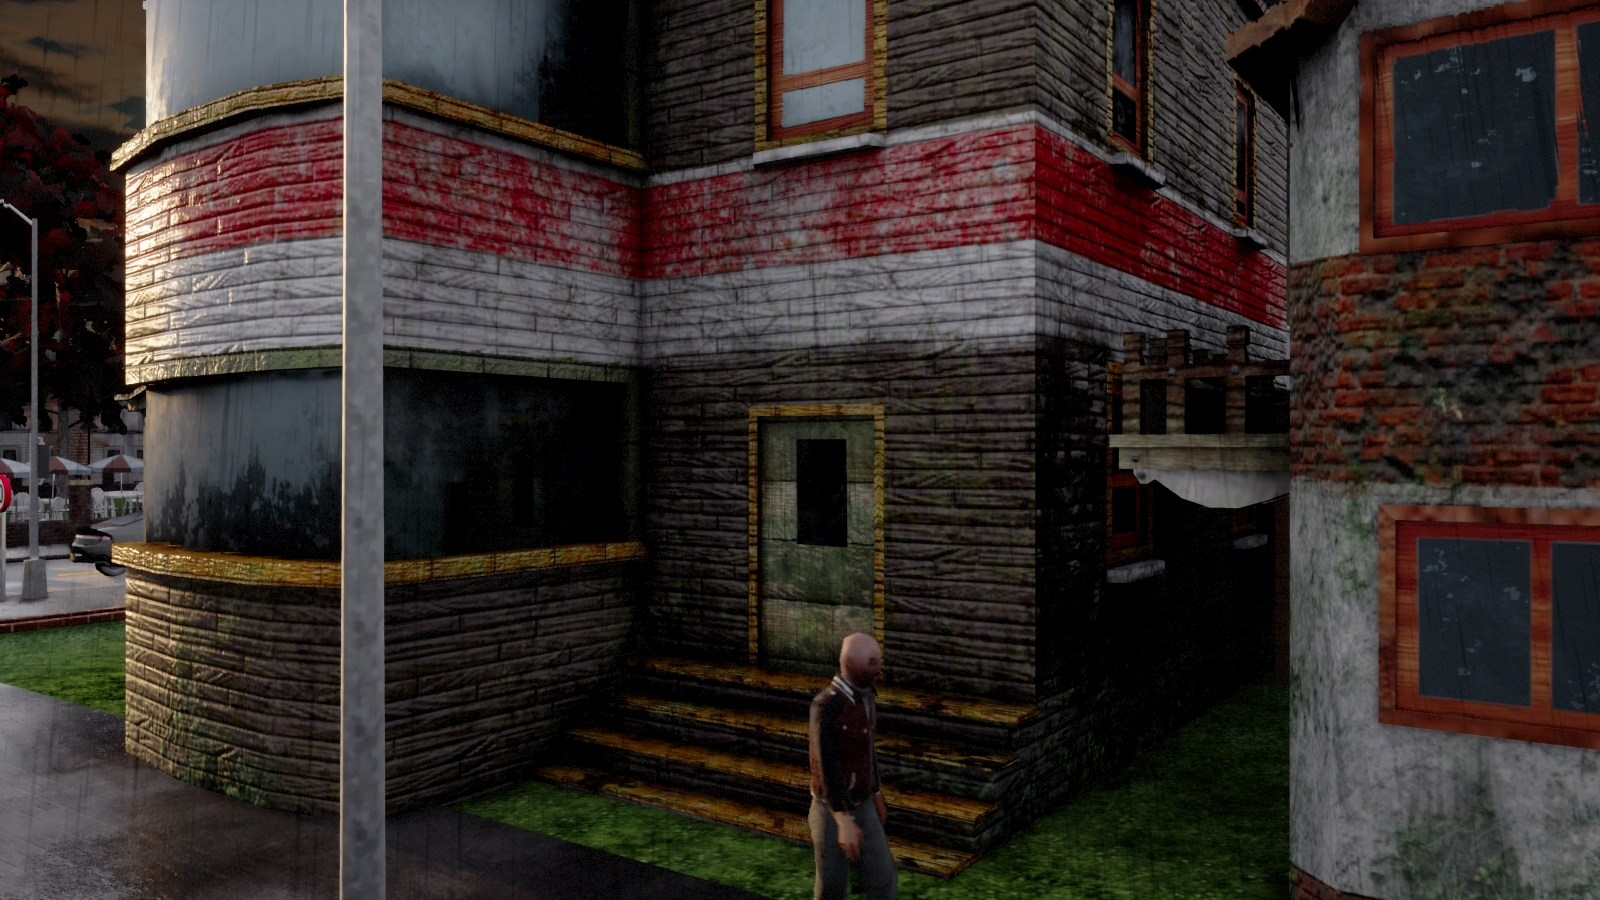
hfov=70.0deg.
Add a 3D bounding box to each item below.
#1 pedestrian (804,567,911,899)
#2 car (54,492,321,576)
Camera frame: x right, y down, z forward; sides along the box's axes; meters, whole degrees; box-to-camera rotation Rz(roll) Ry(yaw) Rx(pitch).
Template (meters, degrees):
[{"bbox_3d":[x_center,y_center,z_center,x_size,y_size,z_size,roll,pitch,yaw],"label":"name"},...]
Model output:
[{"bbox_3d":[0.279,1.523,5.504,0.375,1.860,0.375,0,0,34],"label":"pedestrian"},{"bbox_3d":[-13.748,1.817,25.958,2.128,1.511,4.902,0,0,34],"label":"car"}]
